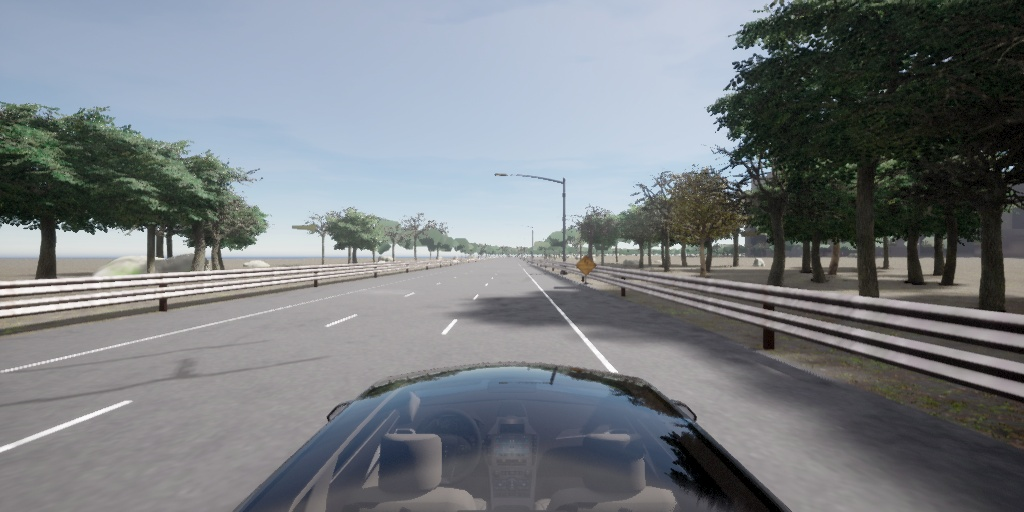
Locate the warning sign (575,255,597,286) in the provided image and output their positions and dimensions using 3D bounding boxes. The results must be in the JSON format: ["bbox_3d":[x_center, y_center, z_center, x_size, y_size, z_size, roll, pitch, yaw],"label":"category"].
[{"bbox_3d":[4.550,0.863,22.056,1.300,1.860,1.060,0,0,0],"label":"warning sign"}]
